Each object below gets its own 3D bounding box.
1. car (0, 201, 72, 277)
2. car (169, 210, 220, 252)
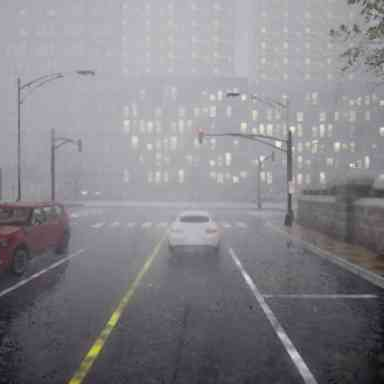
[{"bbox_3d":[-5.341,1.245,10.151,2.192,1.841,5.009,0,0,0],"label":"car"},{"bbox_3d":[0.098,1.436,13.286,1.812,1.442,4.674,0,0,1],"label":"car"}]
